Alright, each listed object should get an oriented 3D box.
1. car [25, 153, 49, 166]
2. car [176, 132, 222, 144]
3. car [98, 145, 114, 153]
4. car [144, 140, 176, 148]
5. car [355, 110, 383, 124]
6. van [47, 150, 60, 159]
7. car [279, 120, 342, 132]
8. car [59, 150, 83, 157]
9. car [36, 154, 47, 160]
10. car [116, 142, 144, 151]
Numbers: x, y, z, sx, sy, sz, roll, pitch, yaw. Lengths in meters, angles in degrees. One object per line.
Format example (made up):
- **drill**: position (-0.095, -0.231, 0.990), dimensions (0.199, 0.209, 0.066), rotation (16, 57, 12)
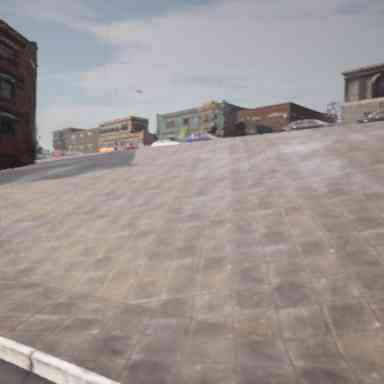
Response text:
- **car**: position (-29.749, -6.255, 63.725), dimensions (2.435, 2.045, 5.566), rotation (0, 1, -44)
- **car**: position (1.085, -4.937, 32.034), dimensions (2.185, 1.767, 4.553), rotation (0, 2, -44)
- **car**: position (-10.549, -5.416, 43.991), dimensions (2.185, 1.767, 4.553), rotation (0, 2, -44)
- **car**: position (-2.748, -4.930, 35.973), dimensions (2.002, 1.452, 4.674), rotation (0, 2, -44)
- **car**: position (12.562, -4.315, 20.249), dimensions (2.231, 1.521, 4.892), rotation (0, 2, -44)
- **van**: position (-21.990, -5.957, 55.750), dimensions (1.878, 1.987, 4.442), rotation (0, 1, -44)
- **car**: position (8.709, -4.490, 24.197), dimensions (2.231, 1.521, 4.892), rotation (0, 2, -44)
- **car**: position (-18.232, -5.590, 51.886), dimensions (2.231, 1.521, 4.892), rotation (0, 1, -44)
- **car**: position (-25.928, -5.832, 59.798), dimensions (2.002, 1.452, 4.674), rotation (0, 1, -44)
- **car**: position (-6.701, -5.260, 40.036), dimensions (2.185, 1.767, 4.553), rotation (0, 2, -44)
